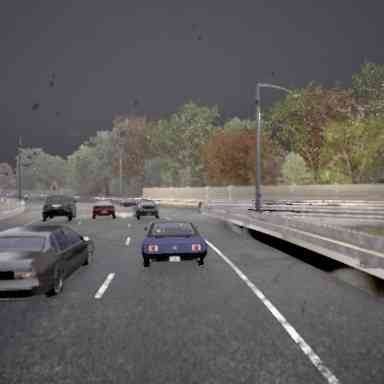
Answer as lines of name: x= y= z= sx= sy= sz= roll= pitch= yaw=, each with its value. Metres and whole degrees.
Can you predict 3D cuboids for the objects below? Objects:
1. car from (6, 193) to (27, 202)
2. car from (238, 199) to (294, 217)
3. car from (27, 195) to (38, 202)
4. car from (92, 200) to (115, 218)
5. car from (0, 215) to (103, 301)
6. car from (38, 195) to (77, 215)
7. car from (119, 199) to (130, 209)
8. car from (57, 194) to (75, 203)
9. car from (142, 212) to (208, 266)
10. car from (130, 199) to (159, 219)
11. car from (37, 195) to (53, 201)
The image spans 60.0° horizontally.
car: x=-41.257 y=1.223 z=77.471 sx=5.566 sy=2.045 sz=2.150 roll=0 pitch=0 yaw=41
car: x=6.390 y=1.387 z=29.175 sx=5.008 sy=1.535 sz=1.882 roll=0 pitch=0 yaw=39
car: x=-38.862 y=1.512 z=80.026 sx=4.902 sy=1.511 sz=2.128 roll=0 pitch=0 yaw=41
car: x=-8.057 y=1.503 z=30.290 sx=1.882 sy=1.535 sz=5.008 roll=0 pitch=0 yaw=-16
car: x=-3.899 y=1.560 z=8.500 sx=2.033 sy=1.411 sz=5.357 roll=0 pitch=0 yaw=-5
car: x=-10.805 y=1.257 z=27.345 sx=2.150 sy=2.045 sz=5.566 roll=0 pitch=0 yaw=-15
car: x=-7.857 y=1.554 z=44.489 sx=1.895 sy=1.301 sz=4.718 roll=0 pitch=0 yaw=-40
car: x=-28.033 y=1.437 z=73.842 sx=2.097 sy=1.767 sz=4.553 roll=0 pitch=0 yaw=-42
car: x=-0.724 y=1.602 z=11.564 sx=1.895 sy=1.301 sz=4.718 roll=0 pitch=0 yaw=-6
car: x=-4.099 y=1.513 z=29.145 sx=1.837 sy=1.490 sz=4.892 roll=0 pitch=0 yaw=-15
car: x=-36.491 y=1.529 z=82.601 sx=4.181 sy=1.385 sz=1.994 roll=0 pitch=0 yaw=41
